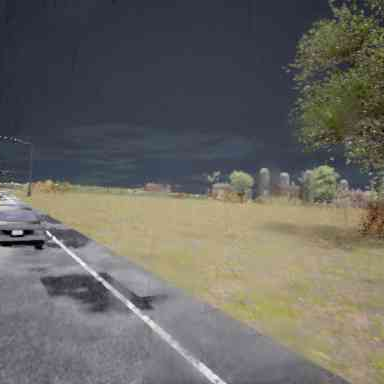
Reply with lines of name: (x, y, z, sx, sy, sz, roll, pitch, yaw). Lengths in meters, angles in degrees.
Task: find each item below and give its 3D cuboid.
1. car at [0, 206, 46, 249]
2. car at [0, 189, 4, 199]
car: (-6.712, 1.240, 12.476, 2.033, 1.411, 5.357, 3, 0, -31)
car: (-28.854, 0.175, 49.009, 1.812, 1.442, 4.674, 3, 0, -31)
